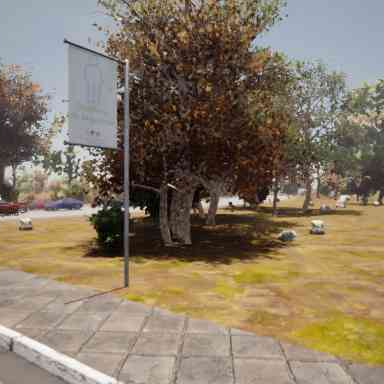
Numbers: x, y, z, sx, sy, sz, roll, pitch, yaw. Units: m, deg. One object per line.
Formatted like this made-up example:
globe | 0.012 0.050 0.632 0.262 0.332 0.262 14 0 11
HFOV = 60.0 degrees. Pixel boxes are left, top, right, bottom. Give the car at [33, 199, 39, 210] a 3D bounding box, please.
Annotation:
car | -18.973 1.551 41.265 1.994 1.385 4.181 0 0 39

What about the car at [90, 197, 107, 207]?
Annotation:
car | -12.720 1.460 49.256 1.837 1.490 4.892 0 0 37

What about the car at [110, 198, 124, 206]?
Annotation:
car | -9.213 1.551 48.074 1.895 1.301 4.718 0 0 37

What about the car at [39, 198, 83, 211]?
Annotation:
car | -15.411 1.510 40.131 1.812 1.442 4.674 0 0 38

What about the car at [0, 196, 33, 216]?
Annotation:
car | -17.980 1.473 30.974 1.882 1.535 5.008 0 0 39
